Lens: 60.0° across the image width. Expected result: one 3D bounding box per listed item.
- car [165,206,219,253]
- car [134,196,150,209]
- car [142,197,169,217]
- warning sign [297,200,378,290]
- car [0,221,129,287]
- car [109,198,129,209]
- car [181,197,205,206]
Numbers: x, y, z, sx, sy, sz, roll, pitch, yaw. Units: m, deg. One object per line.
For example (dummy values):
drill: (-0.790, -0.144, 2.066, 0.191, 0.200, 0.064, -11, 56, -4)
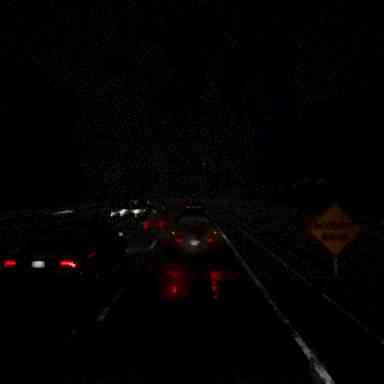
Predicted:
car: (0.085, 1.515, 13.471, 1.812, 1.442, 4.674, 0, 0, 0)
car: (-6.571, 1.343, 45.348, 2.097, 1.767, 4.553, 0, 0, 0)
car: (-3.152, 1.493, 30.527, 1.812, 1.442, 4.674, 0, 0, 0)
warning sign: (3.210, 1.117, 7.483, 1.300, 1.860, 1.060, -1, -1, 0)
car: (-3.182, 1.546, 9.425, 2.033, 1.411, 5.357, 0, 0, 0)
car: (-9.820, 1.555, 45.271, 1.994, 1.385, 4.181, 0, 0, 0)
car: (0.095, 1.459, 29.411, 2.128, 1.511, 4.902, 0, 0, 0)
